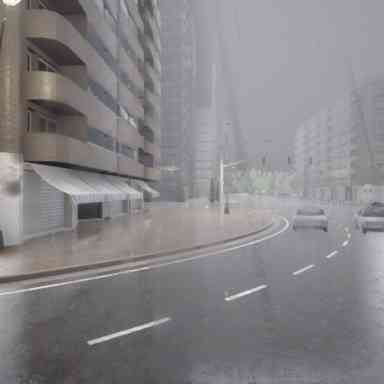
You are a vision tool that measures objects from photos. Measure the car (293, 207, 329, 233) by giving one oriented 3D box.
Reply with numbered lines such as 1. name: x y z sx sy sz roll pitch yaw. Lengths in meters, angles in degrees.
1. car: 7.095 1.600 19.809 1.895 1.301 4.718 0 0 20

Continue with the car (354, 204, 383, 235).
1. car: 10.330 1.600 18.583 1.895 1.301 4.718 0 0 20

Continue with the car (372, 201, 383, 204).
1. car: 16.850 1.524 29.439 1.812 1.442 4.674 0 0 3
